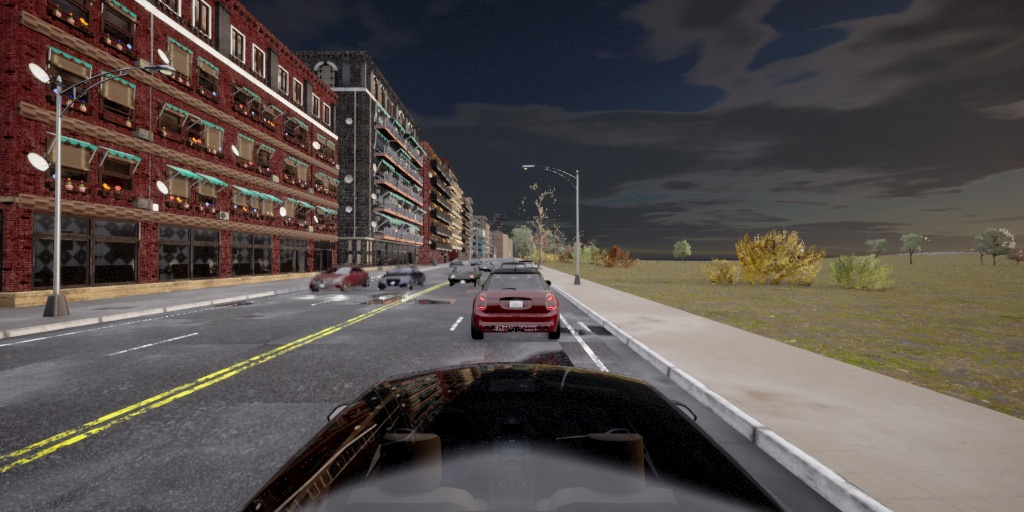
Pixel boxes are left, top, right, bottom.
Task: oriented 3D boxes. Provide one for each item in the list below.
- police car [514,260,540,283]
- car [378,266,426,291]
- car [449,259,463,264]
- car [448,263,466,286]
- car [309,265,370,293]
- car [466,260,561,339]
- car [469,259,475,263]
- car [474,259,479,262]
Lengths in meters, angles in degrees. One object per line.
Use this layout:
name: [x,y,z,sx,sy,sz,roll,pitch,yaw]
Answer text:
police car: [1.108,1.179,29.453,1.930,1.638,5.238,0,0,0]
car: [-6.623,1.317,21.940,1.994,1.385,4.181,0,0,0]
car: [-9.866,1.299,63.435,2.033,1.411,5.357,0,0,1]
car: [-3.175,1.354,25.236,1.895,1.301,4.718,0,0,0]
car: [-9.872,1.279,20.960,1.812,1.442,4.674,0,0,0]
car: [0.083,1.104,10.185,2.097,1.767,4.553,0,0,0]
car: [-6.618,1.255,64.523,1.837,1.490,4.892,0,0,0]
car: [-3.190,1.315,44.345,1.994,1.385,4.181,0,0,0]
